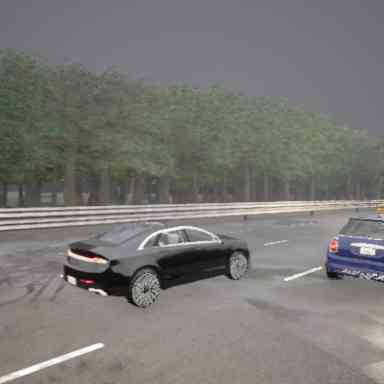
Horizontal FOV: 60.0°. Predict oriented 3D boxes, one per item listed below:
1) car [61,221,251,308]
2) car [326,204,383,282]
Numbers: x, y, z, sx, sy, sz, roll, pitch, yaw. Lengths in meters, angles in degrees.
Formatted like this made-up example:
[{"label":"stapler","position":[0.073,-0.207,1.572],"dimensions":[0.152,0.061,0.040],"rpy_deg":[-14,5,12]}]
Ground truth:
[{"label":"car","position":[-0.508,1.443,7.889],"dimensions":[4.902,1.511,2.128],"rpy_deg":[1,0,-45]},{"label":"car","position":[5.518,1.384,9.054],"dimensions":[4.553,1.767,2.097],"rpy_deg":[1,0,-44]}]
